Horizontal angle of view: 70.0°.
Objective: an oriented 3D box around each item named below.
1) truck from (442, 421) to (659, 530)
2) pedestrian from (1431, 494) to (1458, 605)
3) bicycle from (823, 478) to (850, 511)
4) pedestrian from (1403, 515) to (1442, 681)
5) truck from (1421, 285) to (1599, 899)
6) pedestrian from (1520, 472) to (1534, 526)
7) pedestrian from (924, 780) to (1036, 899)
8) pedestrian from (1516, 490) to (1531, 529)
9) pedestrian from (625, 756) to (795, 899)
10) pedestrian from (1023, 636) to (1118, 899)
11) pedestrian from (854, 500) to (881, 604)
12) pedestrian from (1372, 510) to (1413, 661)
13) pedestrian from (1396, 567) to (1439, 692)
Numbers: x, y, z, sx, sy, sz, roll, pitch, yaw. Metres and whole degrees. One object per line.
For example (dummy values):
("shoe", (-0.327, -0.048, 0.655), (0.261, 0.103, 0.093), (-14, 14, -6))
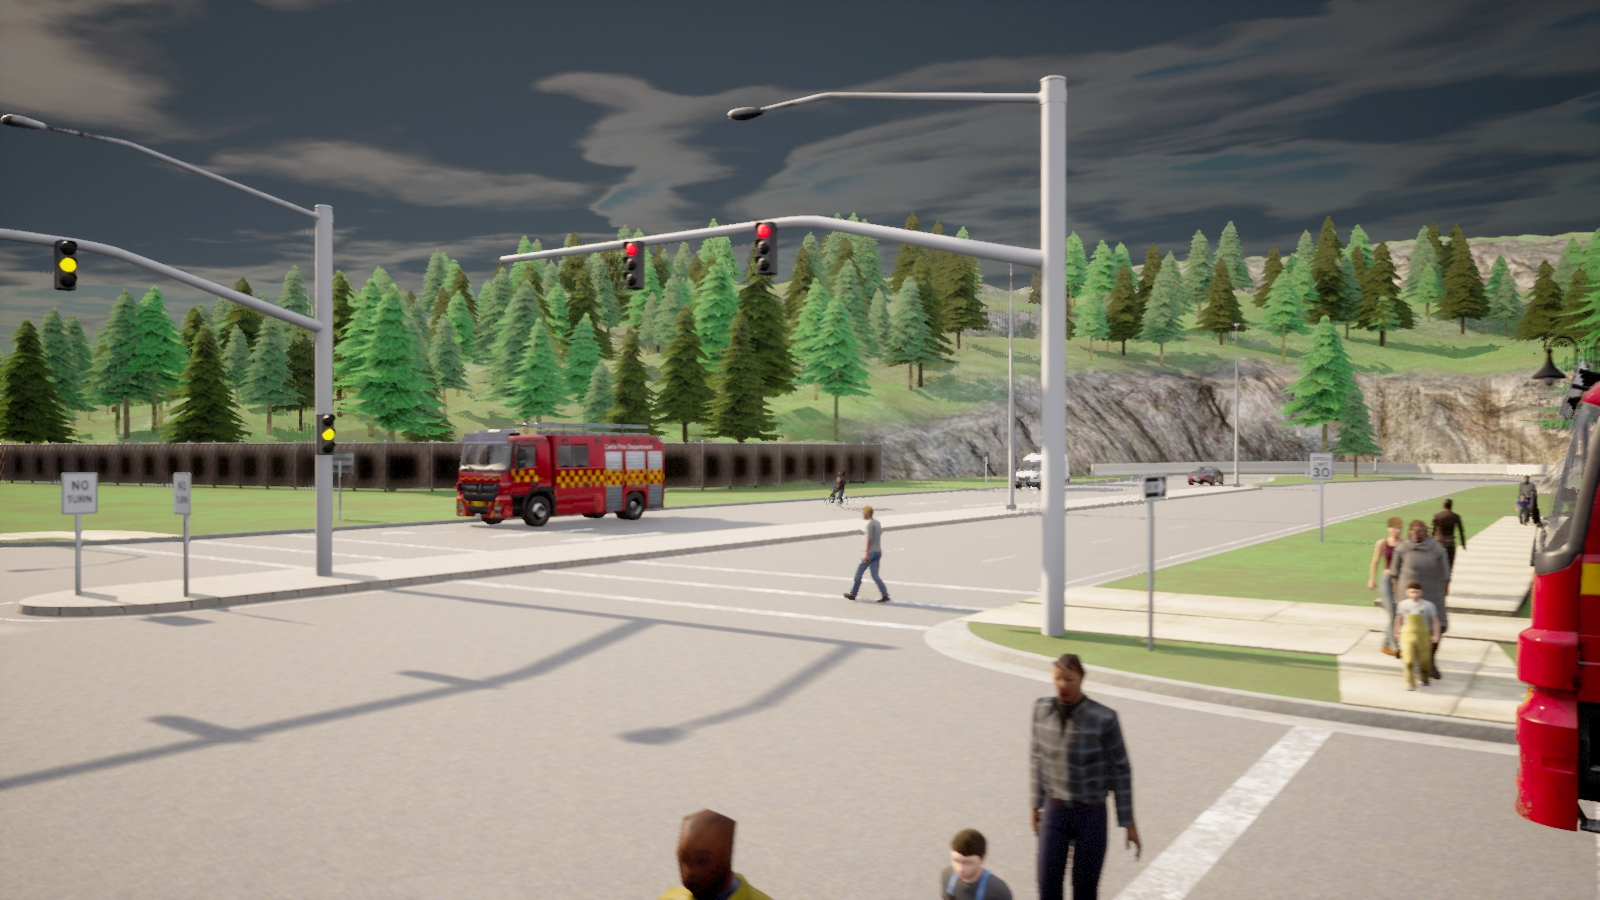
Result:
("truck", (-9.426, 0.890, 44.304), (2.891, 3.827, 8.468), (0, 0, 36))
("pedestrian", (11.073, 1.696, 19.627), (0.375, 1.860, 0.375), (0, 0, 32))
("bicycle", (1.720, 2.060, 53.452), (0.329, 1.471, 1.835), (0, 0, 35))
("pedestrian", (7.209, 1.696, 13.245), (0.375, 1.860, 0.375), (0, 0, 25))
("truck", (8.460, 0.891, 6.408), (8.468, 3.827, 2.891), (0, 0, 35))
("pedestrian", (25.223, 1.696, 39.666), (0.375, 1.860, 0.375), (0, 0, 38))
("pedestrian", (0.820, 2.224, 5.188), (0.375, 1.300, 0.375), (0, 0, 35))
("pedestrian", (24.122, 1.977, 38.097), (0.375, 1.300, 0.375), (0, 0, 37))
("pedestrian", (-0.278, 1.959, 3.575), (0.375, 1.860, 0.375), (0, 0, 36))
("pedestrian", (1.436, 1.959, 6.057), (0.375, 1.860, 0.375), (0, 0, 35))
("pedestrian", (1.236, 1.848, 20.910), (0.375, 1.860, 0.375), (0, 0, 32))
("pedestrian", (7.472, 1.694, 14.415), (0.375, 1.860, 0.375), (0, 0, 14))
("pedestrian", (6.830, 1.976, 12.637), (0.375, 1.300, 0.375), (0, 0, 34))
